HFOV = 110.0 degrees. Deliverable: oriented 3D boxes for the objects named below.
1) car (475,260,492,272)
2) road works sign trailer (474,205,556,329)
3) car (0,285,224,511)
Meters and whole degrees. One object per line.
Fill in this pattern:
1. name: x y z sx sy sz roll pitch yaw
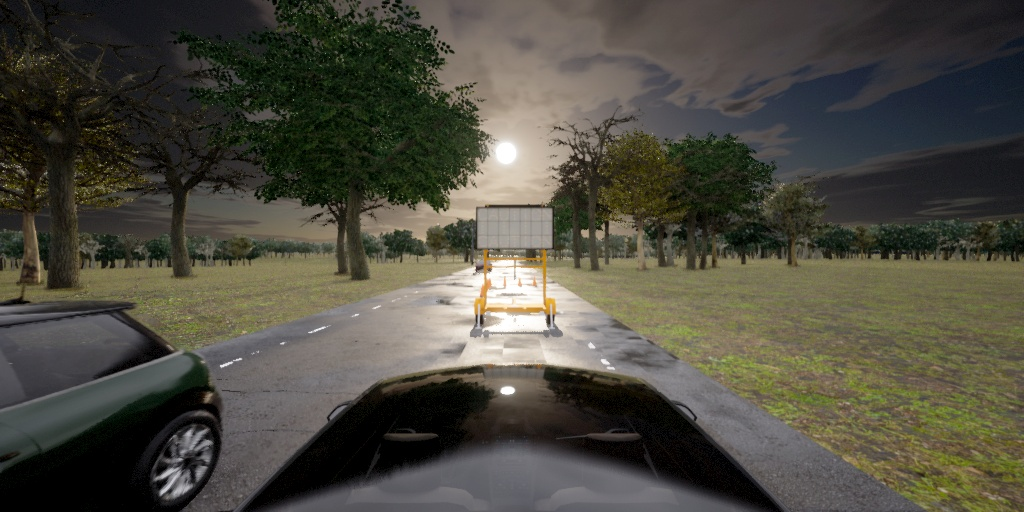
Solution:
1. car: -3.583 1.241 45.495 1.882 1.535 5.008 0 0 0
2. road works sign trailer: 0.089 0.210 11.194 2.380 3.560 2.880 0 0 0
3. car: -3.599 1.102 1.218 2.097 1.767 4.553 0 0 0
